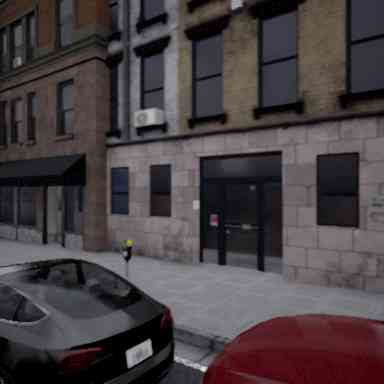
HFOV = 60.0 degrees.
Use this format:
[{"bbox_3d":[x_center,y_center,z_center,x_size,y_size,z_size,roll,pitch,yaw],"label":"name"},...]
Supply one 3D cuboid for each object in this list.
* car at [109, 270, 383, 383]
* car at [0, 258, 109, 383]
[{"bbox_3d":[2.248,1.315,1.204,5.009,1.841,2.192,0,0,36],"label":"car"},{"bbox_3d":[-2.190,1.567,4.373,4.313,1.339,1.947,0,0,36],"label":"car"}]
